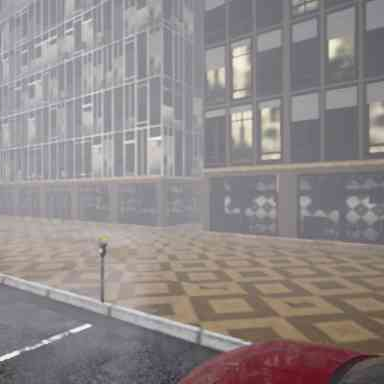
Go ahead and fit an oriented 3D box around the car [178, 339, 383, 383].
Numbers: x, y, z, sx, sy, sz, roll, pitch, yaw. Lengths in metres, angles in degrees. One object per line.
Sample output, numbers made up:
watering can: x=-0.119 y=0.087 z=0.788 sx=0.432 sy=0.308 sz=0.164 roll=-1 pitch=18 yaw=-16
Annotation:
car: x=1.818 y=1.539 z=1.574 sx=4.507 sy=1.381 sz=1.887 roll=-1 pitch=0 yaw=35
